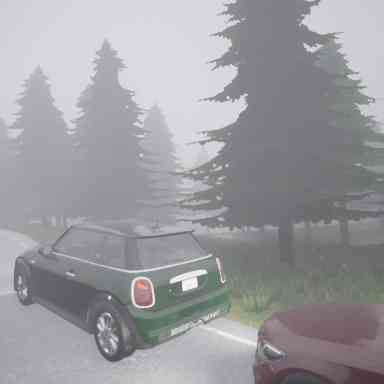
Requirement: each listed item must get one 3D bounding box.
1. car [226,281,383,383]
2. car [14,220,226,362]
[{"bbox_3d":[2.773,1.533,2.581,4.674,1.442,1.812,1,0,36],"label":"car"},{"bbox_3d":[-1.564,1.310,6.193,4.553,1.767,2.097,1,1,44],"label":"car"}]
